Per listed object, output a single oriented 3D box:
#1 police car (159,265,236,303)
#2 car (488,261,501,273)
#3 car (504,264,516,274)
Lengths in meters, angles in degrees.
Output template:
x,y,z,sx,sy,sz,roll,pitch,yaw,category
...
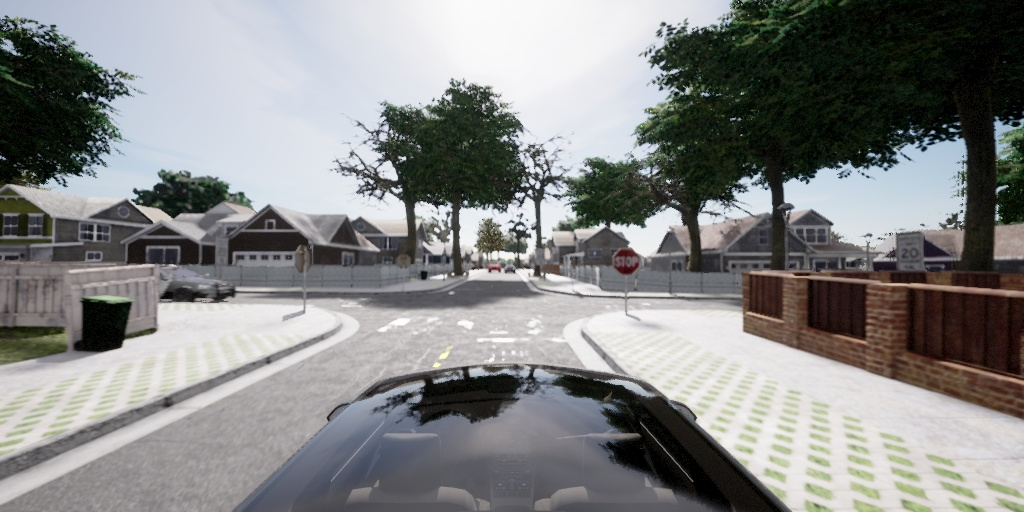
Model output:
x,y,z,sx,sy,sz,roll,pitch,yaw,category
-14.484,1.182,15.082,4.974,1.542,2.038,1,-2,-1,police car
-3.094,1.985,64.700,2.150,2.045,5.566,0,-1,0,car
-0.313,2.246,59.350,1.895,1.301,4.718,0,-1,0,car
